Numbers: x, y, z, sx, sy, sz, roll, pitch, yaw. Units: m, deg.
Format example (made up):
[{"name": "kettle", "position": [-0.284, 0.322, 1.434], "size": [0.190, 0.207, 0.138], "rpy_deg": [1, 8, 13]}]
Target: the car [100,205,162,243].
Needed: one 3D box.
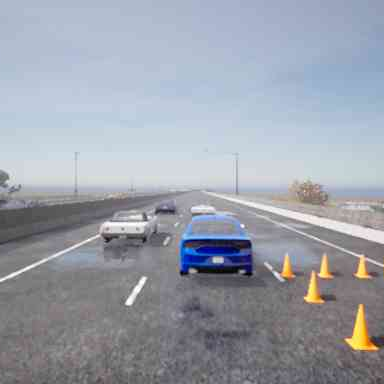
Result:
[{"name": "car", "position": [-2.768, 1.528, 15.719], "size": [1.895, 1.301, 4.718], "rpy_deg": [0, 0, 1]}]

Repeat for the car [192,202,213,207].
[{"name": "car", "position": [0.922, 1.494, 28.662], "size": [1.895, 1.301, 4.718], "rpy_deg": [0, 0, 1]}]

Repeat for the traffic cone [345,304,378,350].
[{"name": "traffic cone", "position": [2.484, 1.949, 4.886], "size": [0.340, 0.580, 0.340], "rpy_deg": [0, 0, 1]}]

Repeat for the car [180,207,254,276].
[{"name": "car", "position": [0.653, 1.442, 10.289], "size": [1.882, 1.535, 5.008], "rpy_deg": [0, 0, 1]}]

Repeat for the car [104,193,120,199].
[{"name": "car", "position": [-16.084, 0.973, 69.138], "size": [1.882, 1.535, 5.008], "rpy_deg": [0, 0, 1]}]

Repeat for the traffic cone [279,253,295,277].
[{"name": "traffic cone", "position": [2.543, 1.934, 8.886], "size": [0.340, 0.580, 0.340], "rpy_deg": [0, 0, 1]}]

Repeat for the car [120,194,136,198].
[{"name": "car", "position": [-12.609, 1.107, 67.463], "size": [1.837, 1.490, 4.892], "rpy_deg": [0, 0, 1]}]

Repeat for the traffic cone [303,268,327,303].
[{"name": "traffic cone", "position": [2.513, 1.941, 6.886], "size": [0.340, 0.580, 0.340], "rpy_deg": [0, 0, 1]}]

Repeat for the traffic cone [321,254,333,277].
[{"name": "traffic cone", "position": [3.542, 1.939, 8.871], "size": [0.340, 0.580, 0.340], "rpy_deg": [0, 0, 1]}]

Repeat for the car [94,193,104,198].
[{"name": "car", "position": [-19.558, 0.906, 70.854], "size": [1.812, 1.442, 4.674], "rpy_deg": [0, 0, 1]}]

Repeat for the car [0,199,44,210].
[{"name": "car", "position": [-13.316, 1.328, 26.088], "size": [2.128, 1.511, 4.902], "rpy_deg": [0, 0, 1]}]

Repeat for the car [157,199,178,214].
[{"name": "car", "position": [-2.508, 1.421, 33.438], "size": [1.994, 1.385, 4.181], "rpy_deg": [0, 0, 1]}]

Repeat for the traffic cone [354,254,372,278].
[{"name": "traffic cone", "position": [4.542, 1.944, 8.856], "size": [0.340, 0.580, 0.340], "rpy_deg": [0, 0, 1]}]
